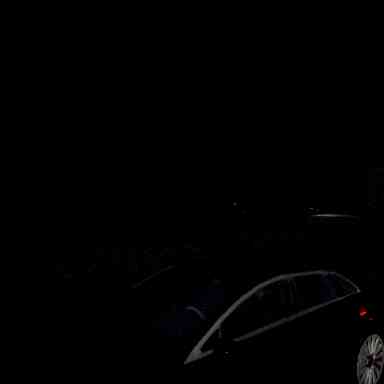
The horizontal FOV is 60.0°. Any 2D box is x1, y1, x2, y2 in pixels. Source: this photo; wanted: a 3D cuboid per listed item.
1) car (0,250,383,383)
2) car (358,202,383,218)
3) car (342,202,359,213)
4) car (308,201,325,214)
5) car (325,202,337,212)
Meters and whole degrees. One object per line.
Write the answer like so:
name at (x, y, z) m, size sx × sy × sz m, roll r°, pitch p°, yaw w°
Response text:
car at (0.345, 1.492, 3.628) m, size 4.902 × 1.511 × 2.128 m, roll 0°, pitch 0°, yaw -36°
car at (17.908, 1.710, 29.641) m, size 1.895 × 1.301 × 4.718 m, roll 1°, pitch -1°, yaw -37°
car at (19.350, 1.761, 37.765) m, size 1.887 × 1.381 × 4.507 m, roll 0°, pitch 0°, yaw -36°
car at (12.051, 1.714, 37.710) m, size 1.837 × 1.490 × 4.892 m, roll 1°, pitch -1°, yaw -36°
car at (15.957, 1.799, 42.462) m, size 1.752 × 1.417 × 4.829 m, roll 0°, pitch 0°, yaw -36°
